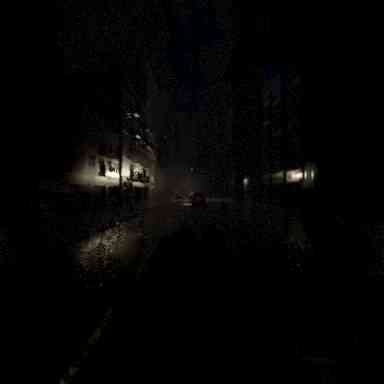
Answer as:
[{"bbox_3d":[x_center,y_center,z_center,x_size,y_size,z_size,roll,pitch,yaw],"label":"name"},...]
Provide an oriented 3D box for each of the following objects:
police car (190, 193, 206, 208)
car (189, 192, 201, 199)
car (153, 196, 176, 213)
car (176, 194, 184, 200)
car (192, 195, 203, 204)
[{"bbox_3d":[0.977,1.297,46.782,1.930,1.638,5.238,0,0,0],"label":"police car"},{"bbox_3d":[0.994,1.087,56.703,2.150,2.045,5.566,0,0,0],"label":"car"},{"bbox_3d":[-3.036,1.363,35.710,1.882,1.535,5.008,0,0,0],"label":"car"},{"bbox_3d":[-2.875,1.216,77.181,1.895,1.301,4.718,0,0,0],"label":"car"},{"bbox_3d":[1.004,1.362,62.673,1.837,1.490,4.892,0,0,0],"label":"car"}]
